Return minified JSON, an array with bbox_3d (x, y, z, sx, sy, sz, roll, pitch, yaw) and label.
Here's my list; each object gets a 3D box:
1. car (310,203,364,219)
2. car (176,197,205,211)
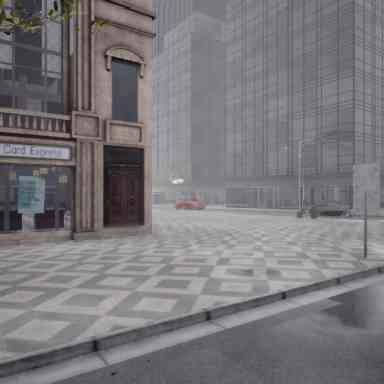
[{"bbox_3d":[13.387,1.749,30.924,2.128,1.511,4.902,0,-1,-35],"label":"car"},{"bbox_3d":[-0.332,1.849,50.402,2.150,2.045,5.566,0,-1,-35],"label":"car"}]
